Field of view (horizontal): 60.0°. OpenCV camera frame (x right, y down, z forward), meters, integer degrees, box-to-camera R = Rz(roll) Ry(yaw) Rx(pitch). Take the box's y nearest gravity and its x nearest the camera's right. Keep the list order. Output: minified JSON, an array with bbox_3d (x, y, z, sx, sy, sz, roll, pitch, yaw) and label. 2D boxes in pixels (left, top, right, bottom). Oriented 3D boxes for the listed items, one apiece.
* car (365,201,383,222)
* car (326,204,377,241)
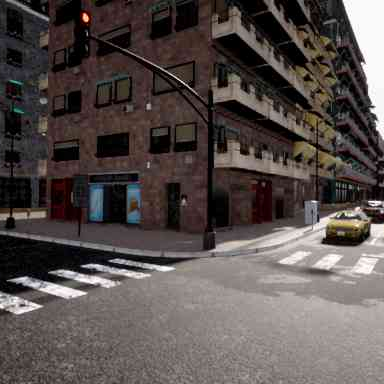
[{"bbox_3d":[14.405,1.457,26.411,1.967,1.590,4.097,1,1,34],"label":"car"},{"bbox_3d":[8.021,1.535,16.899,1.752,1.417,4.829,1,1,34],"label":"car"}]
